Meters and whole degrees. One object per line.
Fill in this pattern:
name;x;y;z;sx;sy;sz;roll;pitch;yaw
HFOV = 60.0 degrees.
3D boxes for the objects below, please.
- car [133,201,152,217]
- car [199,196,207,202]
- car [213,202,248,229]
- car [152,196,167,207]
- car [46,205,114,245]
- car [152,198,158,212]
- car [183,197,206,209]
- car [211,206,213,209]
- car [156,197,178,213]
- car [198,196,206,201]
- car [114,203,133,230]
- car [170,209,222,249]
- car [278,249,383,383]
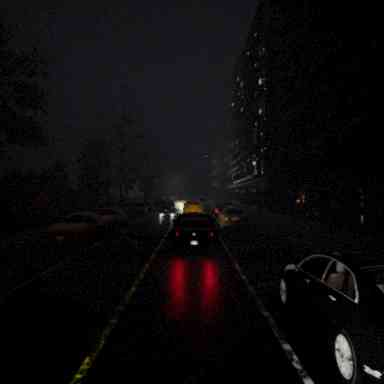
car;-5.301;1.644;32.611;1.802;1.307;4.206;1;0;0
car;2.587;1.729;77.206;1.802;1.307;4.206;1;0;0
car;2.578;1.567;21.927;1.752;1.417;4.829;1;0;0
car;-5.296;1.544;54.756;1.967;1.590;4.097;1;0;0
car;-5.304;1.556;15.832;1.752;1.417;4.829;1;0;0
car;-5.300;1.654;38.147;1.802;1.307;4.206;1;0;0
car;0.101;1.540;33.195;1.882;1.535;5.008;0;0;0
car;2.580;1.492;27.302;1.967;1.590;4.097;1;0;0
car;-2.840;1.621;38.936;2.033;1.411;5.357;0;0;0
car;2.589;1.719;88.296;2.008;1.369;4.403;1;0;0
car;-5.303;1.566;21.368;1.752;1.417;4.829;1;0;0
car;0.094;1.629;14.783;1.895;1.301;4.718;0;0;0
car;2.574;1.561;5.122;2.008;1.369;4.403;1;0;0
